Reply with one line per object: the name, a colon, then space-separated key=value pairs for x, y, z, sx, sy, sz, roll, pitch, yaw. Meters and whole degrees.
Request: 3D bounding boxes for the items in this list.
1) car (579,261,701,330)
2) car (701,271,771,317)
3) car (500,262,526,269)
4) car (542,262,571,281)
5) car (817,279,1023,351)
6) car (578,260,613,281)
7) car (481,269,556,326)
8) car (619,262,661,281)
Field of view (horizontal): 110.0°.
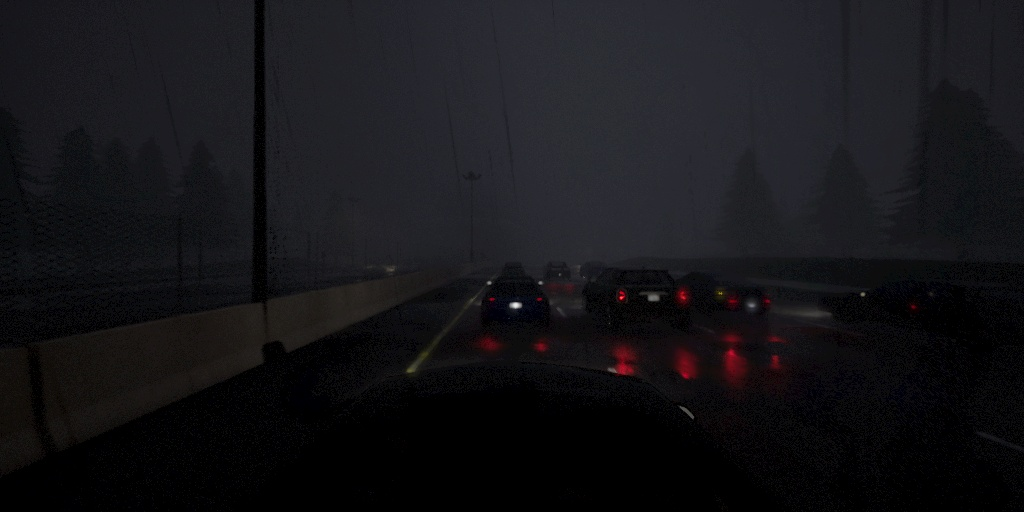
car: x=3.600 y=1.084 z=11.234 sx=2.097 sy=1.767 sz=4.553 roll=0 pitch=0 yaw=0
car: x=7.085 y=1.255 z=12.910 sx=1.812 sy=1.442 sz=4.674 roll=0 pitch=0 yaw=0
car: x=0.098 y=1.207 z=29.339 sx=1.837 sy=1.490 sz=4.892 roll=0 pitch=0 yaw=0
car: x=3.597 y=1.194 z=29.281 sx=2.128 sy=1.511 sz=4.902 roll=0 pitch=0 yaw=0
car: x=10.601 y=1.284 z=8.881 sx=2.033 sy=1.411 sz=5.357 roll=0 pitch=0 yaw=0
car: x=7.098 y=1.177 z=30.966 sx=1.882 sy=1.535 sz=5.008 roll=0 pitch=0 yaw=0
car: x=0.099 y=1.295 z=11.655 sx=1.994 sy=1.385 sz=4.181 roll=0 pitch=0 yaw=0
car: x=10.597 y=1.263 z=29.976 sx=1.994 sy=1.385 sz=4.181 roll=0 pitch=0 yaw=0
